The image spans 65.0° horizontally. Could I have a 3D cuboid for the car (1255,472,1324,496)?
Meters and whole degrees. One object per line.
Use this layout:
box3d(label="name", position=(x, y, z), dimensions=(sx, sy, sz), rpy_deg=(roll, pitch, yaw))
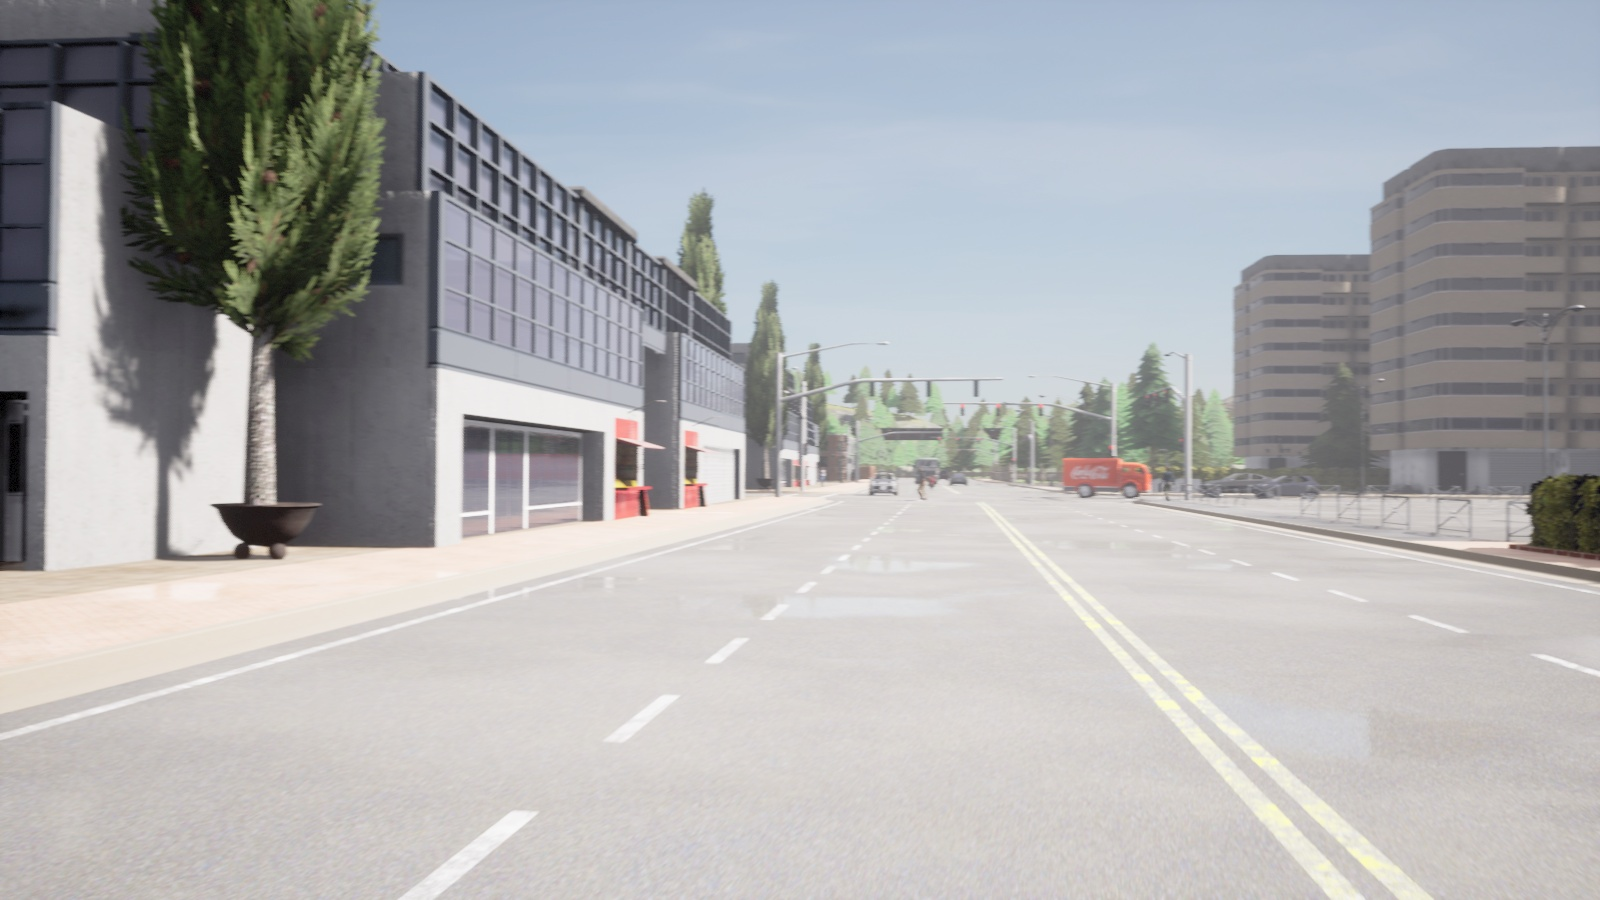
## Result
box3d(label="car", position=(30.368, 2.093, 77.968), dimensions=(3.633, 1.501, 1.845), rpy_deg=(0, -1, 5))

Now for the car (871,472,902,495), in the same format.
box3d(label="car", position=(5.668, 2.154, 82.267), dimensions=(1.970, 1.475, 3.806), rpy_deg=(0, -1, 5))

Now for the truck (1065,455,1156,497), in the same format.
box3d(label="truck", position=(19.097, 1.597, 77.229), dimensions=(5.204, 2.467, 2.627), rpy_deg=(0, -1, 19))

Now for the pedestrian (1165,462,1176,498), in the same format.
box3d(label="pedestrian", position=(18.576, 1.503, 62.944), dimensions=(0.370, 1.835, 0.726), rpy_deg=(0, -1, 6))

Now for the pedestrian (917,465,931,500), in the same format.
box3d(label="pedestrian", position=(6.569, 1.702, 66.550), dimensions=(0.694, 1.848, 0.540), rpy_deg=(0, -1, -1))

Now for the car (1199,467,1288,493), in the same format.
box3d(label="car", position=(28.782, 1.922, 81.634), dimensions=(5.027, 1.651, 2.152), rpy_deg=(0, -1, 5))
